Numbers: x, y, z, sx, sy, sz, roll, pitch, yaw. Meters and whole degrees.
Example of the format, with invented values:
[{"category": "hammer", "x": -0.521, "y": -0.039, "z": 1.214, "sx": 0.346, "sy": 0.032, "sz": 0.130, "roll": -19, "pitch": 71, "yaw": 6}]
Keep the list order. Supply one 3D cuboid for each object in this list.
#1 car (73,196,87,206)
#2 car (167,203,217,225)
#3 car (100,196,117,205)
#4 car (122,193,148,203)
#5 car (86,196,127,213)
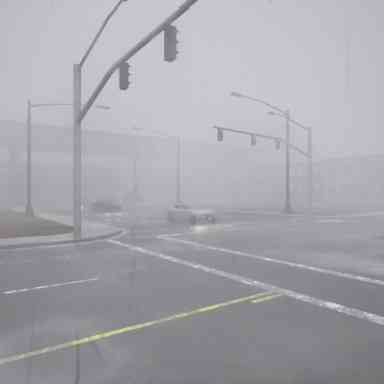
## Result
[{"category": "car", "x": -18.646, "y": 1.492, "z": 56.467, "sx": 2.128, "sy": 1.511, "sz": 4.902, "roll": 0, "pitch": 0, "yaw": -3}, {"category": "car", "x": -0.139, "y": 1.526, "z": 24.583, "sx": 1.812, "sy": 1.442, "sz": 4.674, "roll": 0, "pitch": 0, "yaw": -36}, {"category": "car", "x": -14.949, "y": 1.526, "z": 59.828, "sx": 1.812, "sy": 1.442, "sz": 4.674, "roll": 0, "pitch": 0, "yaw": 3}, {"category": "car", "x": -12.256, "y": 1.223, "z": 69.394, "sx": 2.150, "sy": 2.045, "sz": 5.566, "roll": 0, "pitch": 0, "yaw": 30}, {"category": "car", "x": -9.773, "y": 1.548, "z": 37.655, "sx": 2.033, "sy": 1.411, "sz": 5.357, "roll": 0, "pitch": 0, "yaw": -36}]
